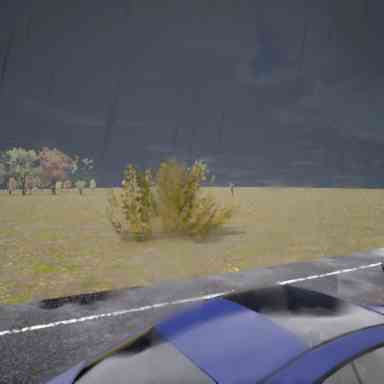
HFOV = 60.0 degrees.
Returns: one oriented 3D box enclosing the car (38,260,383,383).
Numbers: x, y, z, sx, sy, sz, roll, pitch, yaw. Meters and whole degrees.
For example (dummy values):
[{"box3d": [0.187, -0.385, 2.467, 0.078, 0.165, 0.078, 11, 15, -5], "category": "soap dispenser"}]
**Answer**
[{"box3d": [0.971, 1.526, 2.589, 4.674, 1.442, 1.812, 0, 0, -29], "category": "car"}]
